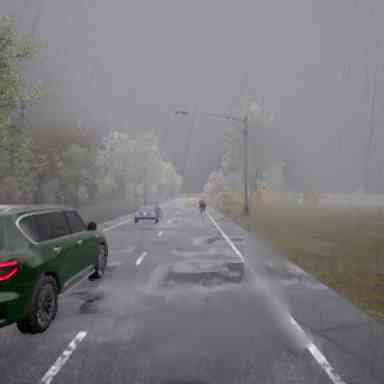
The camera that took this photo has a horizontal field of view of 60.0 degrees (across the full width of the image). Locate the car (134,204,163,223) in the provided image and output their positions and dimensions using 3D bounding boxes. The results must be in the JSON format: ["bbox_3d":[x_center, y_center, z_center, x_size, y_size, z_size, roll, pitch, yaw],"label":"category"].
[{"bbox_3d":[-3.417,1.658,26.712,2.033,1.411,5.357,0,0,0],"label":"car"}]

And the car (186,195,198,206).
[{"bbox_3d":[0.012,1.722,58.546,1.882,1.535,5.008,0,0,0],"label":"car"}]

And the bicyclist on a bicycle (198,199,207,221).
[{"bbox_3d":[0.948,1.487,27.965,0.659,1.776,1.843,0,0,0],"label":"bicyclist on a bicycle"}]

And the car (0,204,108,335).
[{"bbox_3d":[-3.406,1.251,6.920,2.150,2.045,5.566,0,0,0],"label":"car"}]

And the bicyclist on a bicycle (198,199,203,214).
[{"bbox_3d":[0.942,1.605,36.754,0.582,1.620,1.656,0,-1,0],"label":"bicyclist on a bicycle"}]
